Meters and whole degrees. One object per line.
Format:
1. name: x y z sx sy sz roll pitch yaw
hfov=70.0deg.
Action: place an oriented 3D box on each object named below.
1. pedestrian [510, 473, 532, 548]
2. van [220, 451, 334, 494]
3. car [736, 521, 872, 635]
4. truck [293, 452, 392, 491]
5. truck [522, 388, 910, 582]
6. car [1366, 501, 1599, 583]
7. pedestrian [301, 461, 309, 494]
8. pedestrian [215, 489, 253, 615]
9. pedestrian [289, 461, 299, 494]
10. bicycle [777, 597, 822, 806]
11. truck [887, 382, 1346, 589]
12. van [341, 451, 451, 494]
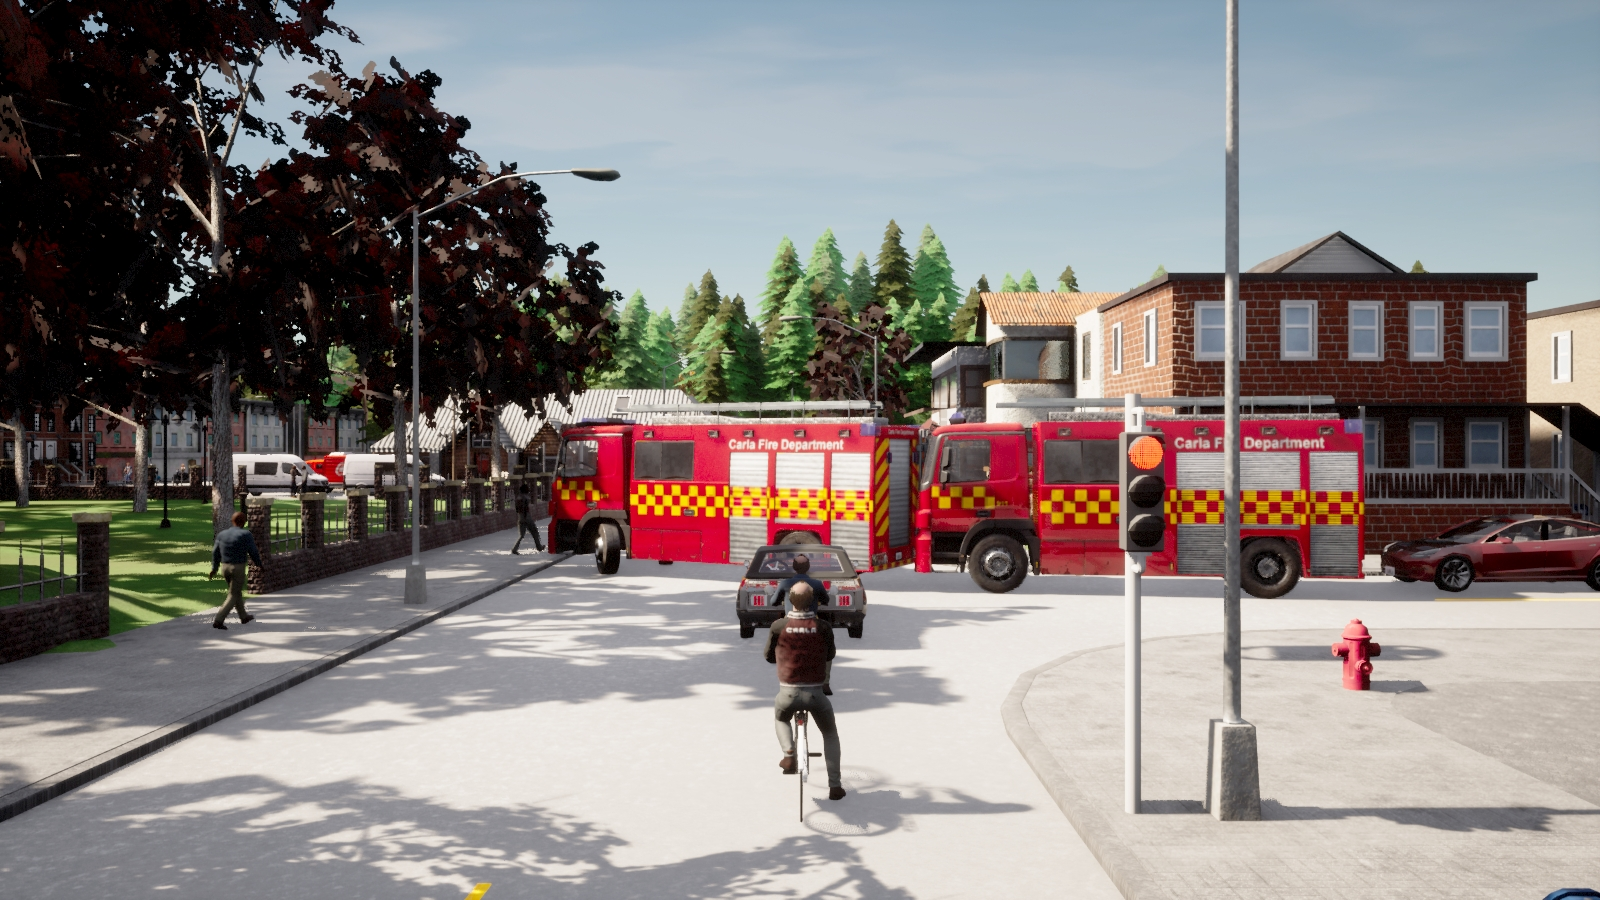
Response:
1. pedestrian: -7.047 1.525 28.842 0.375 1.860 0.375 0 0 39
2. van: -31.465 1.314 68.839 5.915 2.561 1.988 0 0 1
3. car: 0.052 1.935 18.331 1.895 1.301 4.718 0 0 0
4. truck: -29.092 1.345 72.766 5.204 2.467 2.627 0 0 0
5. truck: -2.012 0.672 25.772 8.468 3.827 2.891 0 0 28
6. car: 14.529 1.843 23.389 4.792 1.488 2.163 0 0 0
7. pedestrian: -27.512 1.525 63.462 0.375 1.860 0.375 0 0 -20
8. pedestrian: -8.534 1.525 17.229 0.375 1.860 0.375 0 0 8
9. pedestrian: -28.144 1.523 63.524 0.375 1.860 0.375 0 0 -2
10. bicycle: -0.005 1.940 9.200 0.329 1.271 1.835 0 0 0
11. truck: 6.124 0.669 23.178 8.468 3.827 2.891 0 0 10
12. van: -24.299 1.314 68.785 5.915 2.561 1.988 0 0 1
